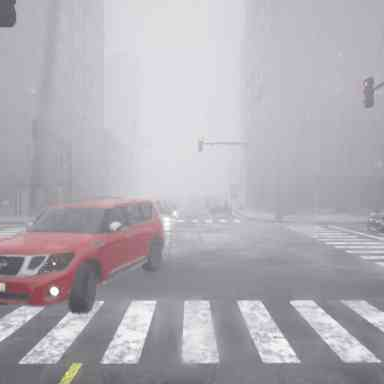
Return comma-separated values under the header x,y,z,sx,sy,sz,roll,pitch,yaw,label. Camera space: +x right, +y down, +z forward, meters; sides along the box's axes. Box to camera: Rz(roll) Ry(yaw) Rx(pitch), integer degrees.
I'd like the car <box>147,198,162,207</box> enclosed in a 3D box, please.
x,y,z,sx,sy,sz,roll,pitch,yaw,label
-5.618,1.580,50.427,1.802,1.307,4.206,0,0,0,car

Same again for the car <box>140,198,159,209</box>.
x,y,z,sx,sy,sz,roll,pitch,yaw,label
-5.645,1.564,44.759,1.947,1.339,4.313,0,0,0,car

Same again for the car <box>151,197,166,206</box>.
x,y,z,sx,sy,sz,roll,pitch,yaw,label
-5.591,1.563,56.096,1.947,1.339,4.313,0,0,0,car

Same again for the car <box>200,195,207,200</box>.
x,y,z,sx,sy,sz,roll,pitch,yaw,label
3.100,1.549,90.076,1.947,1.339,4.313,0,0,0,car

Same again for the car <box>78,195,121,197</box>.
x,y,z,sx,sy,sz,roll,pitch,yaw,label
-6.543,1.218,20.613,5.566,2.045,2.150,0,0,0,car

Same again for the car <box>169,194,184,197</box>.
x,y,z,sx,sy,sz,roll,pitch,yaw,label
-2.834,1.545,53.870,2.033,1.411,5.357,0,0,1,car

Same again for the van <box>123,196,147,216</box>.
x,y,z,sx,sy,sz,roll,pitch,yaw,label
-5.701,1.340,33.422,1.690,1.788,3.998,0,0,0,van

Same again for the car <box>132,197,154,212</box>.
x,y,z,sx,sy,sz,roll,pitch,yaw,label
-5.673,1.439,39.091,1.967,1.590,4.097,0,0,0,car

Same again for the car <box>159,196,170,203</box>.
x,y,z,sx,sy,sz,roll,pitch,yaw,label
-5.535,1.560,67.432,1.947,1.339,4.313,0,0,0,car

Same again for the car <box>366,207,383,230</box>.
x,y,z,sx,sy,sz,roll,pitch,yaw,label
13.663,1.613,20.717,4.718,1.301,1.895,0,0,0,car

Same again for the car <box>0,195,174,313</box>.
x,y,z,sx,sy,sz,roll,pitch,yaw,label
-2.467,1.223,8.184,2.150,2.045,5.566,-1,0,16,car

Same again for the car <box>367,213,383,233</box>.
x,y,z,sx,sy,sz,roll,pitch,yaw,label
11.738,1.366,17.447,4.553,1.767,2.097,0,0,0,car

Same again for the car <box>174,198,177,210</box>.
x,y,z,sx,sy,sz,roll,pitch,yaw,label
-2.943,1.600,33.197,1.895,1.301,4.718,0,0,3,car

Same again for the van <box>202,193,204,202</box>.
x,y,z,sx,sy,sz,roll,pitch,yaw,label
2.935,1.338,56.060,1.690,1.788,3.998,0,0,0,van

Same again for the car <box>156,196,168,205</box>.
x,y,z,sx,sy,sz,roll,pitch,yaw,label
-5.564,1.521,61.594,1.752,1.417,4.829,0,0,0,car

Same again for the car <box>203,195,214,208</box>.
x,y,z,sx,sy,sz,roll,pitch,yaw,label
2.880,1.439,44.721,1.967,1.590,4.097,0,0,0,car

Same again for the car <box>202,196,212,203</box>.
x,y,z,sx,sy,sz,roll,pitch,yaw,label
2.990,1.545,67.399,2.008,1.369,4.403,0,0,0,car

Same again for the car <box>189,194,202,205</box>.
x,y,z,sx,sy,sz,roll,pitch,yaw,label
0.402,1.543,60.891,2.033,1.411,5.357,0,0,0,car

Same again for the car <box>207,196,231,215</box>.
x,y,z,sx,sy,sz,roll,pitch,yaw,label
2.825,1.439,33.383,1.967,1.590,4.097,0,0,0,car

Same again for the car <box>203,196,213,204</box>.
x,y,z,sx,sy,sz,roll,pitch,yaw,label
2.963,1.521,61.899,1.752,1.417,4.829,0,0,0,car

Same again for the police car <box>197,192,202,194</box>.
x,y,z,sx,sy,sz,roll,pitch,yaw,label
2.748,1.413,79.490,1.930,1.638,5.238,0,0,0,police car

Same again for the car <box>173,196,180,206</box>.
x,y,z,sx,sy,sz,roll,pitch,yaw,label
-2.894,1.600,43.180,1.895,1.301,4.718,0,0,1,car
